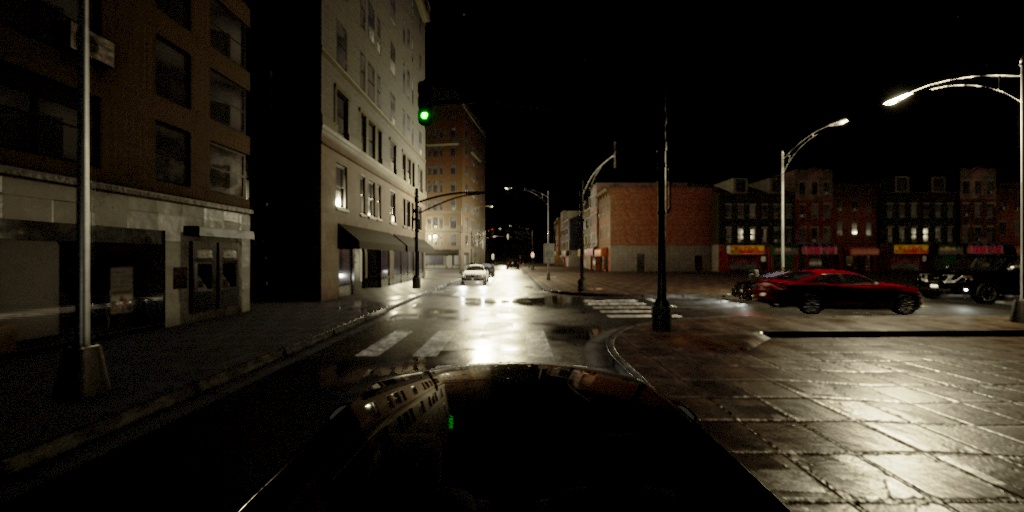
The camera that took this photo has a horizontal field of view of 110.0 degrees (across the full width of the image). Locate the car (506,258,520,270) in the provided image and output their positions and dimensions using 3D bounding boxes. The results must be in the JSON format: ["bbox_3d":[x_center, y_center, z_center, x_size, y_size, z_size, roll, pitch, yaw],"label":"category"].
[{"bbox_3d":[0.133,1.295,61.156,2.150,2.045,5.566,0,0,0],"label":"car"}]

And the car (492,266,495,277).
[{"bbox_3d":[-2.817,1.504,37.929,1.994,1.385,4.181,0,0,0],"label":"car"}]

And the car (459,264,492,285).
[{"bbox_3d":[-2.832,1.414,28.269,1.812,1.442,4.674,0,0,0],"label":"car"}]

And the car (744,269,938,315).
[{"bbox_3d":[11.669,1.241,13.035,5.008,1.535,1.882,0,0,3],"label":"car"}]

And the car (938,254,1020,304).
[{"bbox_3d":[21.333,0.955,15.793,5.566,2.045,2.150,0,0,0],"label":"car"}]

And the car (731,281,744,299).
[{"bbox_3d":[12.055,1.332,15.749,4.181,1.385,1.994,0,0,0],"label":"car"}]
